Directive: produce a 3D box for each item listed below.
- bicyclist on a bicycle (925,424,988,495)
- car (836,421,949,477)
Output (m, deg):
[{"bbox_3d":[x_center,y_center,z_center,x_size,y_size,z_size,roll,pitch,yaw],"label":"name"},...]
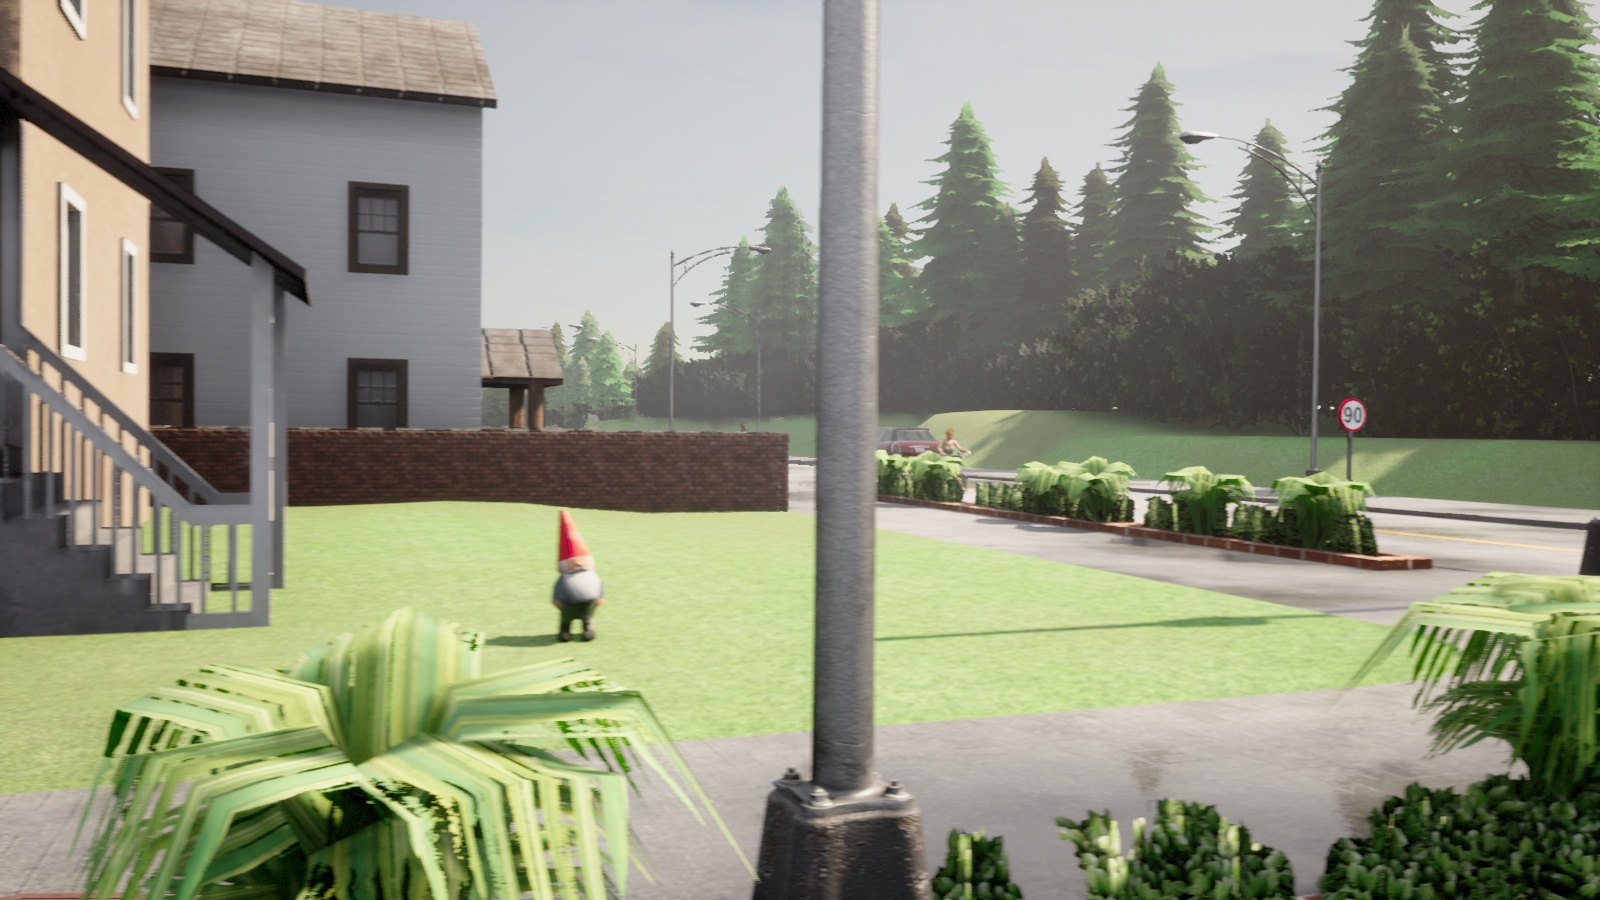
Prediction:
[{"bbox_3d":[3.663,0.216,29.530,0.866,1.612,1.509,-1,1,-20],"label":"bicyclist on a bicycle"},{"bbox_3d":[3.055,-0.069,42.635,2.097,1.767,4.553,-1,1,-20],"label":"car"}]
